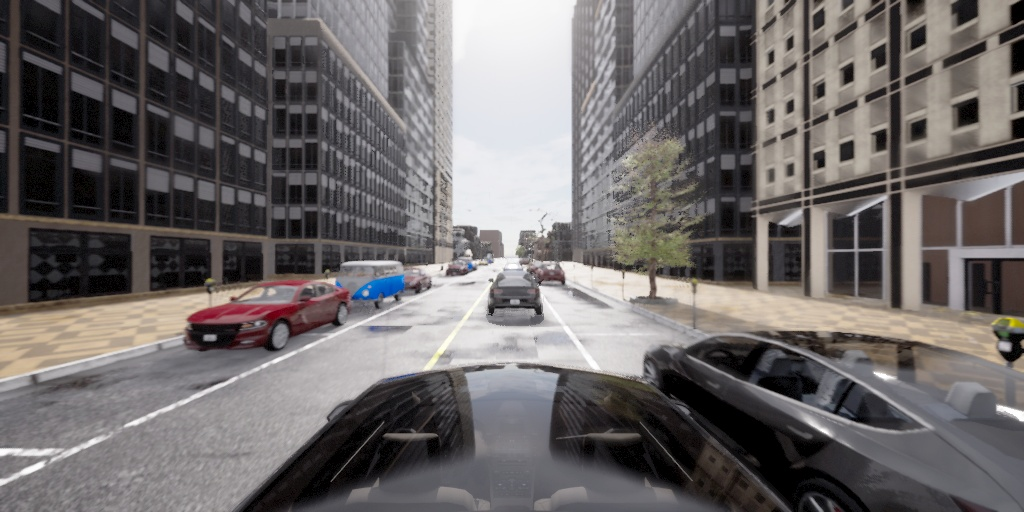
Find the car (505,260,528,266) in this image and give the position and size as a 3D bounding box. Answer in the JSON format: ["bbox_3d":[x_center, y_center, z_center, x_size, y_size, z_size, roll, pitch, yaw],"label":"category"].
[{"bbox_3d":[0.101,1.305,31.580,2.033,1.411,5.357,0,0,0],"label":"car"}]

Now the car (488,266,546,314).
[{"bbox_3d":[0.087,1.280,13.610,1.812,1.442,4.674,0,0,0],"label":"car"}]

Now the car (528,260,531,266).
[{"bbox_3d":[2.691,1.340,37.445,1.802,1.307,4.207,0,0,0],"label":"car"}]

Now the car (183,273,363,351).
[{"bbox_3d":[-5.690,1.298,8.999,1.888,1.381,4.507,0,0,0],"label":"car"}]

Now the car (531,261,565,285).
[{"bbox_3d":[2.692,1.197,26.061,1.967,1.591,4.097,0,0,0],"label":"car"}]

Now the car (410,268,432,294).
[{"bbox_3d":[-5.689,1.338,20.384,1.802,1.307,4.207,0,0,0],"label":"car"}]

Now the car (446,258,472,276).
[{"bbox_3d":[-5.689,1.197,37.460,1.967,1.591,4.097,0,0,0],"label":"car"}]

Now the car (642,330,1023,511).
[{"bbox_3d":[2.691,1.317,3.294,1.948,1.339,4.313,0,0,0],"label":"car"}]

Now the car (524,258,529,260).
[{"bbox_3d":[2.692,1.283,43.308,1.751,1.417,4.829,0,0,0],"label":"car"}]

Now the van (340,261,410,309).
[{"bbox_3d":[-5.690,1.095,14.692,1.690,1.789,3.998,0,0,0],"label":"van"}]

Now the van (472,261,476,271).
[{"bbox_3d":[-5.689,1.098,43.153,1.690,1.789,3.998,0,0,0],"label":"van"}]

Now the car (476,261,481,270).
[{"bbox_3d":[-5.689,1.323,48.845,1.948,1.339,4.313,0,0,0],"label":"car"}]
